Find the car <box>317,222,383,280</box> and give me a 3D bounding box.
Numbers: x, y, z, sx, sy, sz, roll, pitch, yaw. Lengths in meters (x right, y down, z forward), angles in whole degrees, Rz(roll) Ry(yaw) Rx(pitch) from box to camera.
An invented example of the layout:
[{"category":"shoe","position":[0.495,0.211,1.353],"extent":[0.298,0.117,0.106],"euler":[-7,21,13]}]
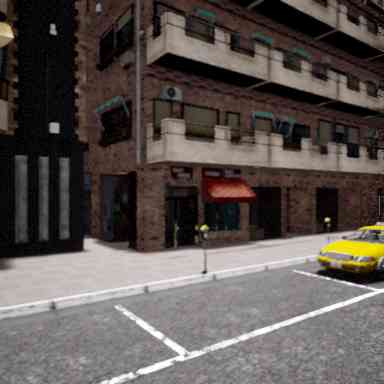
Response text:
[{"category":"car","position":[5.796,1.629,10.253],"extent":[4.829,1.417,1.752],"euler":[1,-1,-36]}]
